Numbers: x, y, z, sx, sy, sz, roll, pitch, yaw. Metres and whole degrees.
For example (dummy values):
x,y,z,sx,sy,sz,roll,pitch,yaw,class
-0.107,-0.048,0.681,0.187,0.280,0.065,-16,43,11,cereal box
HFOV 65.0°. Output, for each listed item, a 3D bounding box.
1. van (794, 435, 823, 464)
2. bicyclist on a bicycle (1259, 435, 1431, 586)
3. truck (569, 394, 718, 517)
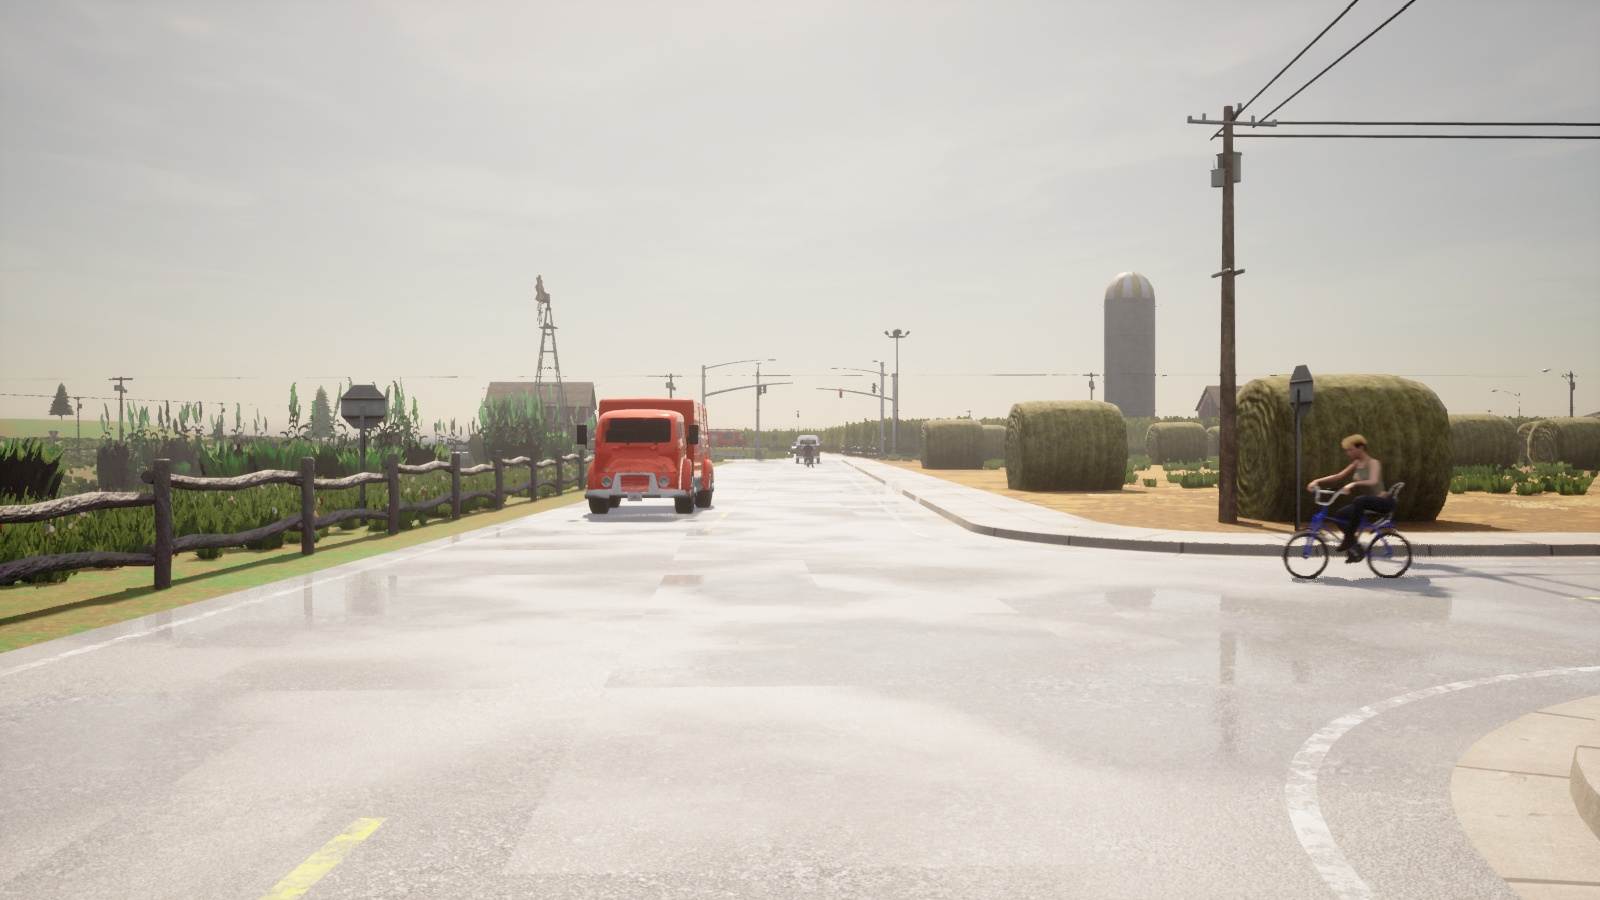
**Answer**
x,y,z,sx,sy,sz,roll,pitch,yaw,class
0.589,-0.048,91.887,2.069,2.038,4.480,0,0,0,van
6.029,0.644,13.948,1.509,1.612,0.866,0,1,-4,bicyclist on a bicycle
-3.311,0.100,27.866,2.627,2.467,5.204,0,0,0,truck
